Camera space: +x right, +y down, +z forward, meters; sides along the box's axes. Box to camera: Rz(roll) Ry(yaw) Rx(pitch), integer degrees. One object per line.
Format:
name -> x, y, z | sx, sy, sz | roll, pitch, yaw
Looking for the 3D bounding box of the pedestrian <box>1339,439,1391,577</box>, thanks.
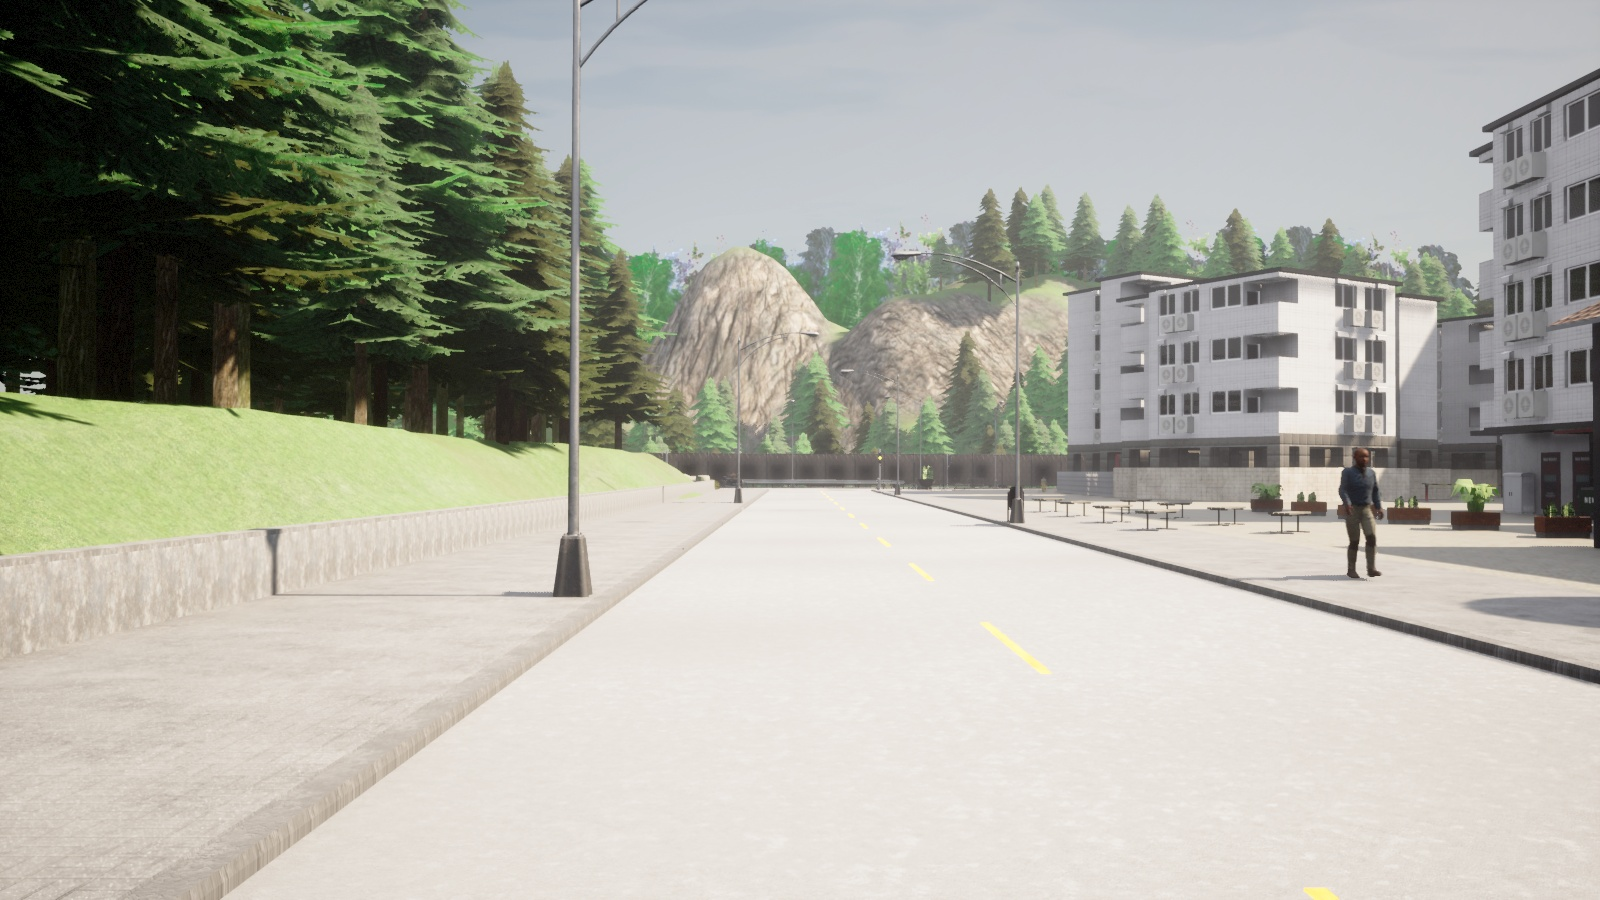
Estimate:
pedestrian -> 7.695, 0.776, 17.120 | 0.370, 1.835, 0.726 | 0, -1, 1
